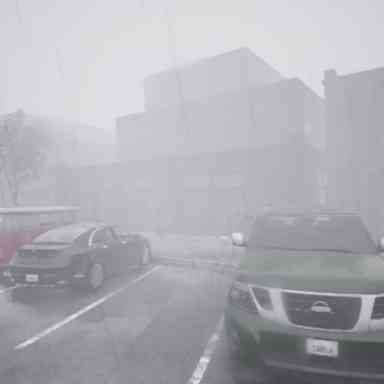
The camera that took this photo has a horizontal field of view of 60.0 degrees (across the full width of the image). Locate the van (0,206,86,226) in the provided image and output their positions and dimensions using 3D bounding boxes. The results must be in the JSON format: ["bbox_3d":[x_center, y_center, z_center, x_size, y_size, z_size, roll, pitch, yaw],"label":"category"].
[{"bbox_3d":[-5.101,1.477,11.211,1.878,1.987,4.442,-2,-2,15],"label":"van"}]

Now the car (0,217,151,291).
[{"bbox_3d":[-2.749,1.614,9.395,2.231,1.521,4.892,-2,-2,15],"label":"car"}]

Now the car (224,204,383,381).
[{"bbox_3d":[2.030,1.252,5.979,2.435,2.045,5.566,0,-1,15],"label":"car"}]
